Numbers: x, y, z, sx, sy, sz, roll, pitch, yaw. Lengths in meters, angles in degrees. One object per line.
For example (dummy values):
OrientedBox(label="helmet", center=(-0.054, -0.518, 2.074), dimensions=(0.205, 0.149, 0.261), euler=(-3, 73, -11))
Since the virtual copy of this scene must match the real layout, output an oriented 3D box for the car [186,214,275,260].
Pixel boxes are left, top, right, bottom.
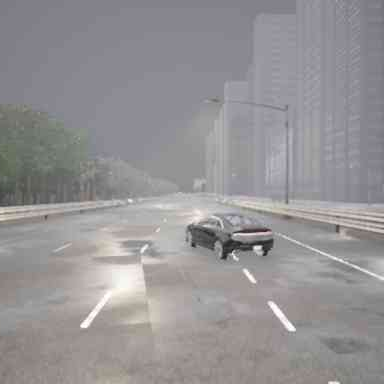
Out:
OrientedBox(label="car", center=(1.266, 1.595, 12.995), dimensions=(2.128, 1.511, 4.902), euler=(0, 0, -20))
